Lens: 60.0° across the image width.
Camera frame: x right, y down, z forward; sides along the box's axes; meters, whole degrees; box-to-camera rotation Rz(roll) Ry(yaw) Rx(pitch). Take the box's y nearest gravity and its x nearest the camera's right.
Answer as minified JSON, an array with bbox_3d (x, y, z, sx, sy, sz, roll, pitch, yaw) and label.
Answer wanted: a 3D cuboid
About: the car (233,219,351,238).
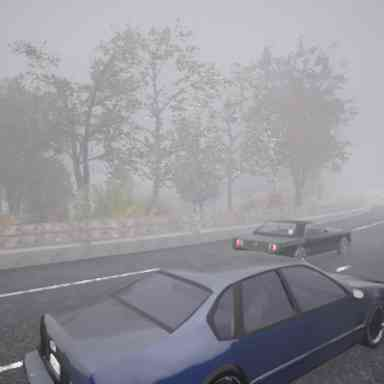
[{"bbox_3d":[3.585,1.585,11.282,4.718,1.301,1.895,0,0,-41],"label":"car"}]

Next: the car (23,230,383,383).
[{"bbox_3d":[0.790,1.546,4.460,5.357,1.411,2.033,0,0,-37],"label":"car"}]
